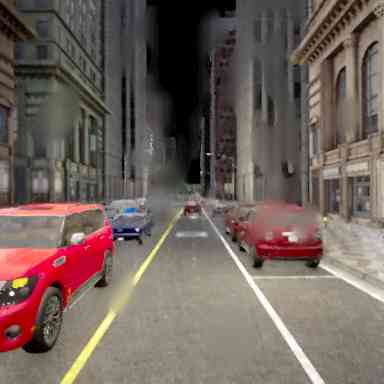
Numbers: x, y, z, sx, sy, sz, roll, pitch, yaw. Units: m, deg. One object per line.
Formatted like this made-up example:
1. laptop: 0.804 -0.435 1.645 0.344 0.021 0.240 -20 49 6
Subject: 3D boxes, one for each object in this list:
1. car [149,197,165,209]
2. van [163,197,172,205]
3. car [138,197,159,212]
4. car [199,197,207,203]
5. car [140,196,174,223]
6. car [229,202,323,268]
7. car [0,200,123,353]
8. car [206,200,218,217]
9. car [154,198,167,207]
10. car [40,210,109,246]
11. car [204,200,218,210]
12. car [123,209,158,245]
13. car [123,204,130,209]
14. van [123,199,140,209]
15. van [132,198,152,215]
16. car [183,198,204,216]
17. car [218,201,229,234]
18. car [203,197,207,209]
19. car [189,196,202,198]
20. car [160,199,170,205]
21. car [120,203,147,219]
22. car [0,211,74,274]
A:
1. car: -5.689 1.735 54.964 2.192 1.841 5.009 0 0 0
2. van: -5.658 1.954 76.727 1.690 1.788 3.998 0 -1 0
3. car: -5.705 1.655 44.082 2.192 1.841 5.009 0 0 0
4. car: 2.884 2.108 87.597 1.967 1.590 4.097 0 -1 0
5. car: -3.018 1.430 28.195 2.150 2.045 5.566 0 0 1
6. car: 2.772 1.371 11.431 2.192 1.841 5.009 0 0 0
7. car: -3.077 1.277 6.566 2.150 2.045 5.566 0 0 0
8. car: 2.805 1.764 33.192 2.008 1.369 4.403 0 0 0
9. car: -5.681 1.903 60.404 1.967 1.590 4.097 0 0 0
10. car: -5.745 1.687 16.874 1.887 1.381 4.507 0 0 0
11. car: 2.829 1.915 49.514 1.802 1.307 4.206 0 0 0
12. car: -3.048 1.725 16.483 1.895 1.301 4.718 0 0 1
13. car: -5.736 1.747 22.315 1.947 1.339 4.313 0 0 0
14. van: -5.730 1.562 27.758 1.690 1.788 3.998 0 0 0
15. van: -5.713 1.642 38.640 1.690 1.788 3.998 0 0 0
16. car: 0.047 1.731 36.588 1.882 1.535 5.008 0 0 0
17. car: 2.779 1.410 16.872 2.192 1.841 5.009 0 0 0
18. car: 2.821 1.733 44.074 1.967 1.590 4.097 0 0 0
19. car: 0.071 1.812 47.604 1.882 1.535 5.008 0 0 0
20. car: -5.665 2.143 71.283 1.802 1.307 4.206 0 -1 0
21. car: -5.720 1.805 33.198 1.887 1.381 4.507 0 0 0
22. car: -5.753 1.544 11.434 1.967 1.590 4.097 0 0 0
